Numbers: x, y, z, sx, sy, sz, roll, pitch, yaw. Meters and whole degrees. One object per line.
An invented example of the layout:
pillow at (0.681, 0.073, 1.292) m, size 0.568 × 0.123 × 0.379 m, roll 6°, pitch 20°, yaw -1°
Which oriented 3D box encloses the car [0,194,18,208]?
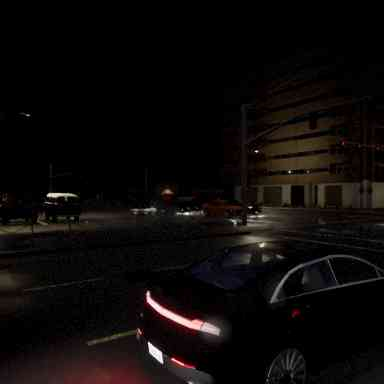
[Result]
car at (-31.378, 1.209, 56.581) m, size 1.932 × 1.855 × 4.605 m, roll 0°, pitch 0°, yaw -34°

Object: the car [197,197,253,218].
car at (2.966, 1.533, 30.973) m, size 1.882 × 1.535 × 5.008 m, roll 0°, pitch 0°, yaw -34°

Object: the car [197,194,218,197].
car at (1.959, 1.277, 51.435) m, size 2.150 × 2.045 × 5.566 m, roll 0°, pitch 0°, yaw -34°

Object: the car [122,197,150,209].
car at (-8.413, 1.533, 47.679) m, size 1.882 × 1.535 × 5.008 m, roll 0°, pitch 0°, yaw -34°

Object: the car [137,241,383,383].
car at (1.620, 1.492, 4.895) m, size 4.902 × 1.511 × 2.128 m, roll 0°, pitch 0°, yaw -34°

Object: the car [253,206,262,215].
car at (4.763, 1.603, 34.550) m, size 2.033 × 1.411 × 5.357 m, roll 0°, pitch 0°, yaw -34°

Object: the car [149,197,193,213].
car at (-2.565, 1.603, 39.085) m, size 2.033 × 1.411 × 5.357 m, roll 0°, pitch 0°, yaw -34°

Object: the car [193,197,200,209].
car at (-0.636, 1.656, 42.472) m, size 1.895 × 1.301 × 4.718 m, roll 0°, pitch 0°, yaw -34°

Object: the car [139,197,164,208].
car at (-6.199, 1.560, 50.652) m, size 1.837 × 1.490 × 4.892 m, roll 0°, pitch 0°, yaw -34°
